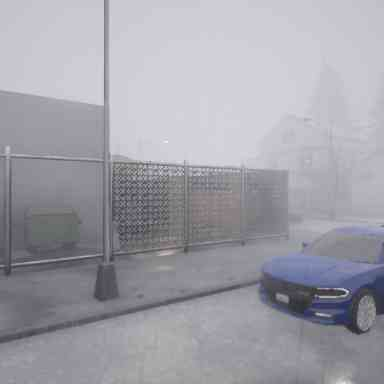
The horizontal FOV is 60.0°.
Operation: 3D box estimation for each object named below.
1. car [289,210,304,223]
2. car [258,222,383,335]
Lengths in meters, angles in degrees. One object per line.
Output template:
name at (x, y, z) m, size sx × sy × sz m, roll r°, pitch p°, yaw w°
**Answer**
car at (5.474, 1.478, 23.535) m, size 1.882 × 1.535 × 5.008 m, roll 0°, pitch 0°, yaw -35°
car at (3.565, 1.477, 6.885) m, size 5.008 × 1.535 × 1.882 m, roll 0°, pitch 0°, yaw -34°
